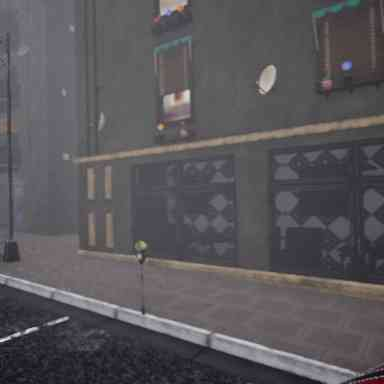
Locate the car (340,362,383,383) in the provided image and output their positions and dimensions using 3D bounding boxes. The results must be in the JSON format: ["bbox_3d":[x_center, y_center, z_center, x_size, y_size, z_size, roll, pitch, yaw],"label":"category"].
[{"bbox_3d":[2.438,1.426,1.154,4.097,1.590,1.967,-1,-1,36],"label":"car"}]
